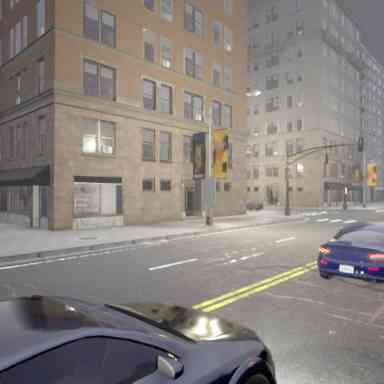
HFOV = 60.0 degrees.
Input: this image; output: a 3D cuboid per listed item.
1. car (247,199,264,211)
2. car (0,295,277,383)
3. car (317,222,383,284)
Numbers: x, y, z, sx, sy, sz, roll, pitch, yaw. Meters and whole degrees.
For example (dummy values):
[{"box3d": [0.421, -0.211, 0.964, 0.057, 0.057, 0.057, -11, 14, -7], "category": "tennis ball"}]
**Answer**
[{"box3d": [6.456, 1.549, 39.995, 4.181, 1.385, 1.994, 0, 0, 43], "category": "car"}, {"box3d": [-1.055, 1.564, 2.555, 1.994, 1.385, 4.181, 0, 0, 43], "category": "car"}, {"box3d": [4.972, 1.527, 8.993, 1.812, 1.442, 4.674, 0, 0, 43], "category": "car"}]
